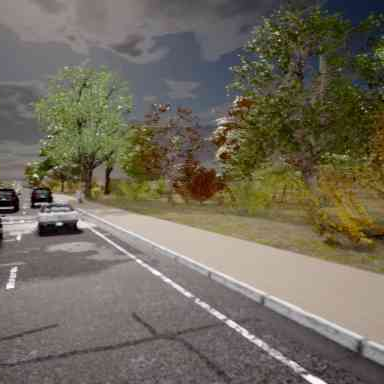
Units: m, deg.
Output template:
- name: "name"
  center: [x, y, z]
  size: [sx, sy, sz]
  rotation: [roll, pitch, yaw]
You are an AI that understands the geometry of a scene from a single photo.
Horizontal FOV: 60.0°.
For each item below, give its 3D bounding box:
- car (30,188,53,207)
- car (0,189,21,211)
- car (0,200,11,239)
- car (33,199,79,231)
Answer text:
- name: "car"
  center: [-17.129, 0.544, 37.905]
  size: [2.150, 2.045, 5.566]
  rotation: [-2, 2, -26]
- name: "car"
  center: [-17.767, 0.706, 31.834]
  size: [2.150, 2.045, 5.566]
  rotation: [-2, 2, -26]
- name: "car"
  center: [-8.287, 1.307, 12.560]
  size: [2.128, 1.511, 4.902]
  rotation: [-2, 2, -26]
- name: "car"
  center: [-7.550, 1.261, 18.434]
  size: [1.895, 1.301, 4.718]
  rotation: [-2, 2, -26]
